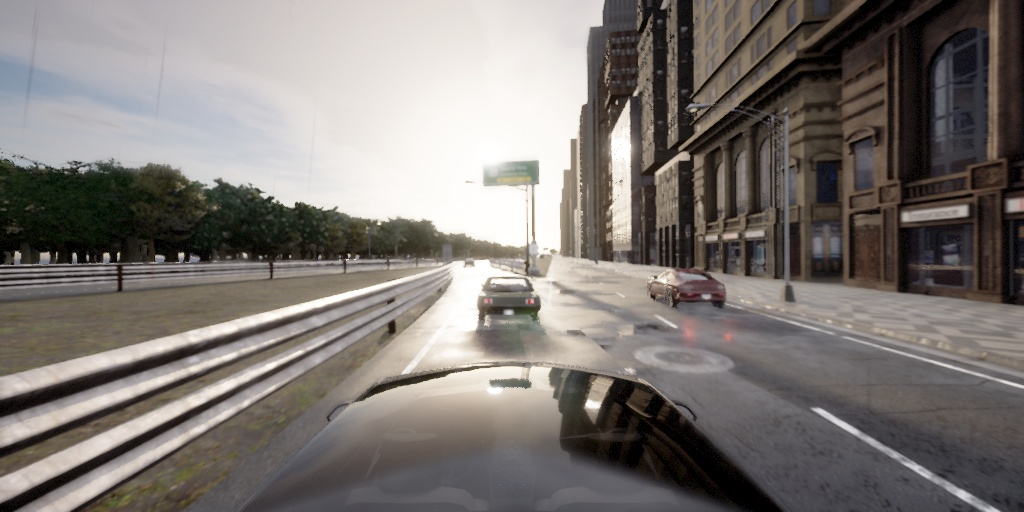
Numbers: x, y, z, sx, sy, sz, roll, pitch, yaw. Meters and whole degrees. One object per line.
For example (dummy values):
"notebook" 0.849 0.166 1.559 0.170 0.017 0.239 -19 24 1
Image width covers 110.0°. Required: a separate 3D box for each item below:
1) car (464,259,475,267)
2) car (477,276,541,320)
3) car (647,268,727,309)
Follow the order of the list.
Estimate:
"car" -7.433 1.180 63.053 1.812 1.442 4.674 -1 0 -9
"car" -0.177 1.337 12.543 1.895 1.301 4.718 1 0 -3
"car" 6.890 1.212 14.498 1.812 1.442 4.674 -1 0 7
